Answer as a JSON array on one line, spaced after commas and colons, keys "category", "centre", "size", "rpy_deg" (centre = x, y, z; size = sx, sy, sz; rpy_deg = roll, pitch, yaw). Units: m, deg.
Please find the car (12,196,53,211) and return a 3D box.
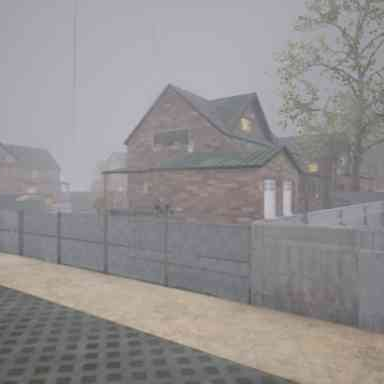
[{"category": "car", "centre": [-15.862, 1.128, 31.686], "size": [1.882, 1.535, 5.008], "rpy_deg": [1, 2, 35]}]
